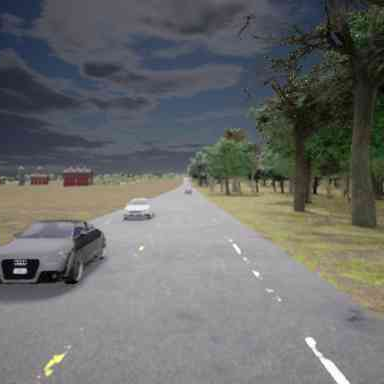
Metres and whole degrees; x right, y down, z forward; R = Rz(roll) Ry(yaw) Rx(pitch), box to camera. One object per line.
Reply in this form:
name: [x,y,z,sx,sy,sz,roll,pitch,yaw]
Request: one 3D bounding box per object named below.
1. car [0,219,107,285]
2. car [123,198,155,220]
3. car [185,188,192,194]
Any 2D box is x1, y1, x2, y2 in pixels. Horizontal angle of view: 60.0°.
car: [-3.683,1.459,9.051,1.994,1.385,4.181,0,1,-1]
car: [-3.817,1.174,24.522,1.812,1.442,4.674,0,1,0]
car: [-0.902,-0.157,86.913,2.033,1.411,5.357,0,1,-1]
